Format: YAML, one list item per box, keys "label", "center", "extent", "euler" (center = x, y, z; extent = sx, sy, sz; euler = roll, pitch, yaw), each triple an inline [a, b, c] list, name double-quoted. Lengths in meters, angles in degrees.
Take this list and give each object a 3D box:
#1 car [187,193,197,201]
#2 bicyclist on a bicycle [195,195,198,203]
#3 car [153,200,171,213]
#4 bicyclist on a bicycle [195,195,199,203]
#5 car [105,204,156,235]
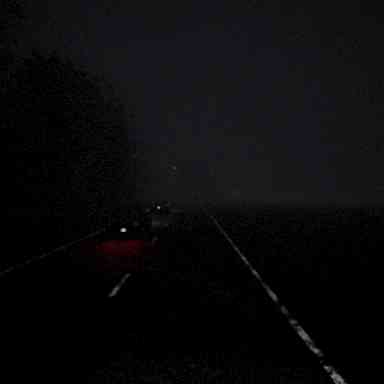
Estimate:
- label: "car"
  center: [0.011, 1.205, 87.281]
  extent: [2.150, 2.045, 5.566]
  euler: [0, 0, 0]
- label: "bicyclist on a bicycle"
  center: [0.973, 1.442, 71.221]
  extent: [0.582, 1.620, 1.656]
  euler: [0, 0, 0]
- label: "car"
  center: [-3.396, 1.558, 36.172]
  extent: [1.994, 1.385, 4.181]
  euler: [0, 0, 0]
- label: "bicyclist on a bicycle"
  center: [0.970, 1.361, 62.318]
  extent: [0.659, 1.776, 1.843]
  euler: [0, 0, 0]
- label: "car"
  center: [-3.399, 1.598, 18.722]
  extent: [1.895, 1.301, 4.718]
  euler: [0, 0, 0]
